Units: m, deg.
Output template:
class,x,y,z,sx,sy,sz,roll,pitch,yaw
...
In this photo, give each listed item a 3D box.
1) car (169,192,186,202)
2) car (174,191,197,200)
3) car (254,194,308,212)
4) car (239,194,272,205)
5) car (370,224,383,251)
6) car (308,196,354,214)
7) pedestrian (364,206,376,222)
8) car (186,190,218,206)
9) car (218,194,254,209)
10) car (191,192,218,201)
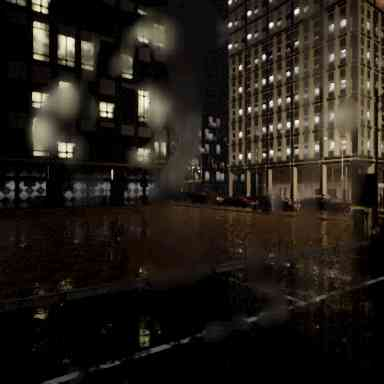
class,x,y,z,sx,sy,sz,roll,pitch,yaw
car,-2.656,0.725,51.347,2.033,1.411,5.357,0,1,-35
car,-1.124,0.628,59.114,1.947,1.339,4.313,1,0,-36
car,8.374,1.056,31.533,1.967,1.590,4.097,1,0,-36
car,8.636,0.966,45.527,1.802,1.307,4.206,1,0,-36
car,8.583,1.433,12.702,4.097,1.590,1.967,0,0,-36
car,12.278,1.162,30.511,2.128,1.511,4.902,0,1,-36
pedestrian,10.068,1.124,18.763,0.375,1.860,0.375,0,0,-36
car,1.873,0.717,40.586,2.192,1.841,5.009,1,0,-36
car,5.118,1.091,36.061,1.802,1.307,4.206,1,0,-36
car,2.031,0.691,54.724,1.752,1.417,4.829,1,0,-36
